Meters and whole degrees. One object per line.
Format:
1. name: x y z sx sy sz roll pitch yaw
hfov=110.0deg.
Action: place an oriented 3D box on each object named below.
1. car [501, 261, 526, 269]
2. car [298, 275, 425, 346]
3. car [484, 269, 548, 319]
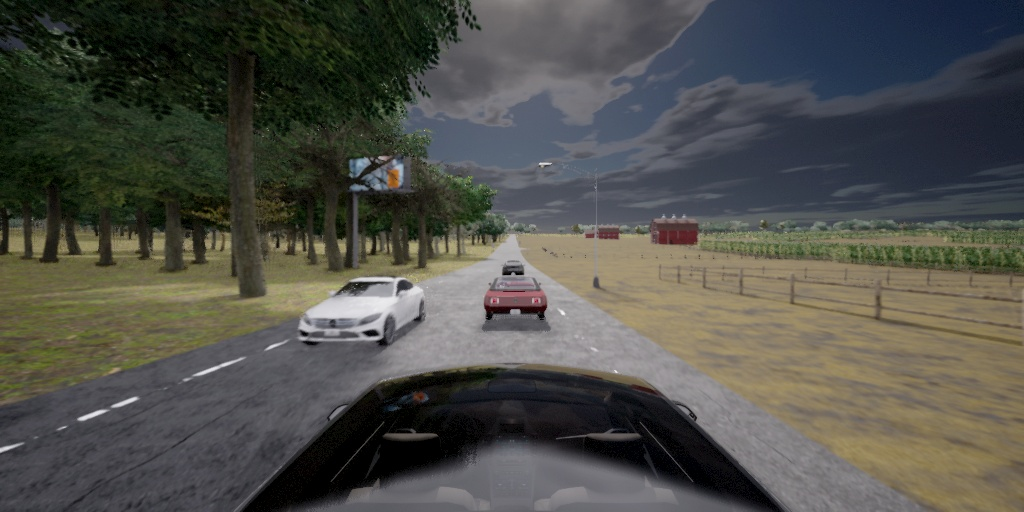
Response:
1. car: 0.106 1.135 30.735 1.837 1.490 4.892 0 0 0
2. car: -3.587 1.258 9.483 1.812 1.442 4.674 0 0 0
3. car: 0.104 1.323 12.589 1.895 1.301 4.718 0 0 0
